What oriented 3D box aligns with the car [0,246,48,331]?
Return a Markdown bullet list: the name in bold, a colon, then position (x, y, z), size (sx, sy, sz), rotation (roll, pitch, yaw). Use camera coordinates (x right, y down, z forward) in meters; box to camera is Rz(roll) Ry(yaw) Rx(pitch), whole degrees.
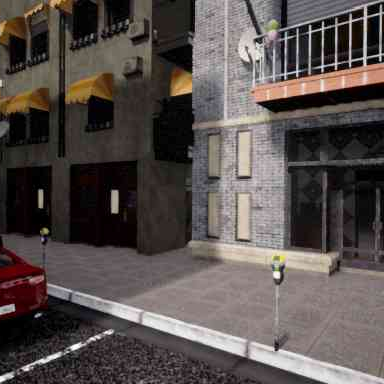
- **car**: position (-4.460, 1.544, 6.051), size (4.507, 1.381, 1.887), rotation (0, 1, 36)
